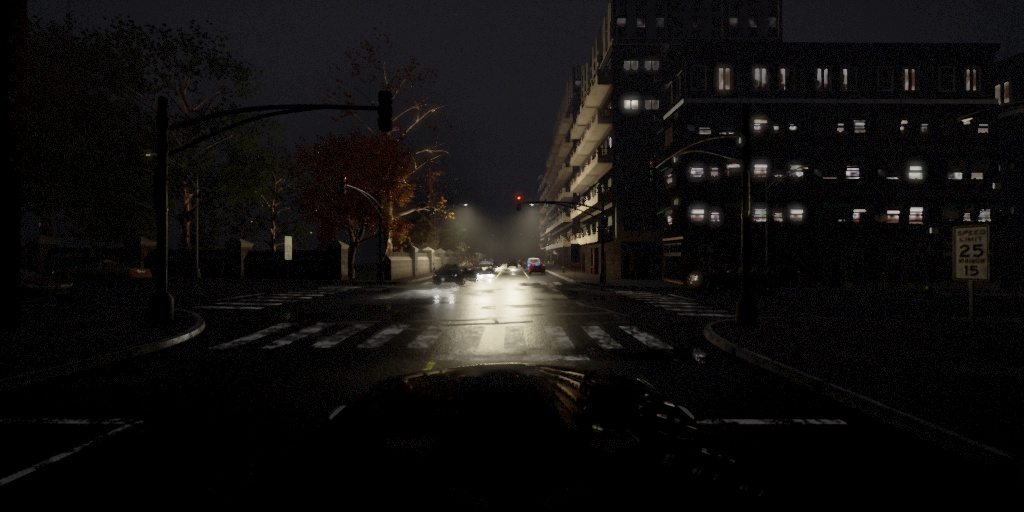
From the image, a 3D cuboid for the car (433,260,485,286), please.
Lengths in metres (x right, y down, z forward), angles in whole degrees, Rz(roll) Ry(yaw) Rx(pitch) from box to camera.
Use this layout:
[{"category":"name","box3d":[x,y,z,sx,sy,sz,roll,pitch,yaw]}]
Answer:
[{"category":"car","box3d":[-3.893,1.259,25.473,2.128,1.511,4.902,0,0,13]}]

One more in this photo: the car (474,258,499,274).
[{"category":"car","box3d":[-3.053,1.281,42.799,2.128,1.511,4.902,0,0,0]}]

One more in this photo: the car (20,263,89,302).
[{"category":"car","box3d":[-18.949,1.011,13.290,4.207,1.307,1.802,0,0,0]}]

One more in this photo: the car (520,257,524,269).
[{"category":"car","box3d":[2.753,1.253,56.817,1.967,1.591,4.097,0,0,0]}]

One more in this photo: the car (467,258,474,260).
[{"category":"car","box3d":[-5.640,1.318,45.397,1.751,1.417,4.829,0,0,0]}]

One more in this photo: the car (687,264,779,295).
[{"category":"car","box3d":[13.472,1.362,21.943,5.009,1.841,2.192,0,0,0]}]

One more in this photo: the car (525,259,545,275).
[{"category":"car","box3d":[2.734,1.330,39.927,1.888,1.381,4.507,0,0,0]}]

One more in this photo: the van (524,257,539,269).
[{"category":"van","box3d":[2.740,1.134,45.557,1.690,1.789,3.998,0,0,0]}]

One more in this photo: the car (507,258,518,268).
[{"category":"car","box3d":[0.068,1.329,62.600,1.837,1.490,4.892,0,0,0]}]

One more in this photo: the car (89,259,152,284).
[{"category":"car","box3d":[-24.721,0.891,21.622,4.829,1.417,1.751,0,0,0]}]
